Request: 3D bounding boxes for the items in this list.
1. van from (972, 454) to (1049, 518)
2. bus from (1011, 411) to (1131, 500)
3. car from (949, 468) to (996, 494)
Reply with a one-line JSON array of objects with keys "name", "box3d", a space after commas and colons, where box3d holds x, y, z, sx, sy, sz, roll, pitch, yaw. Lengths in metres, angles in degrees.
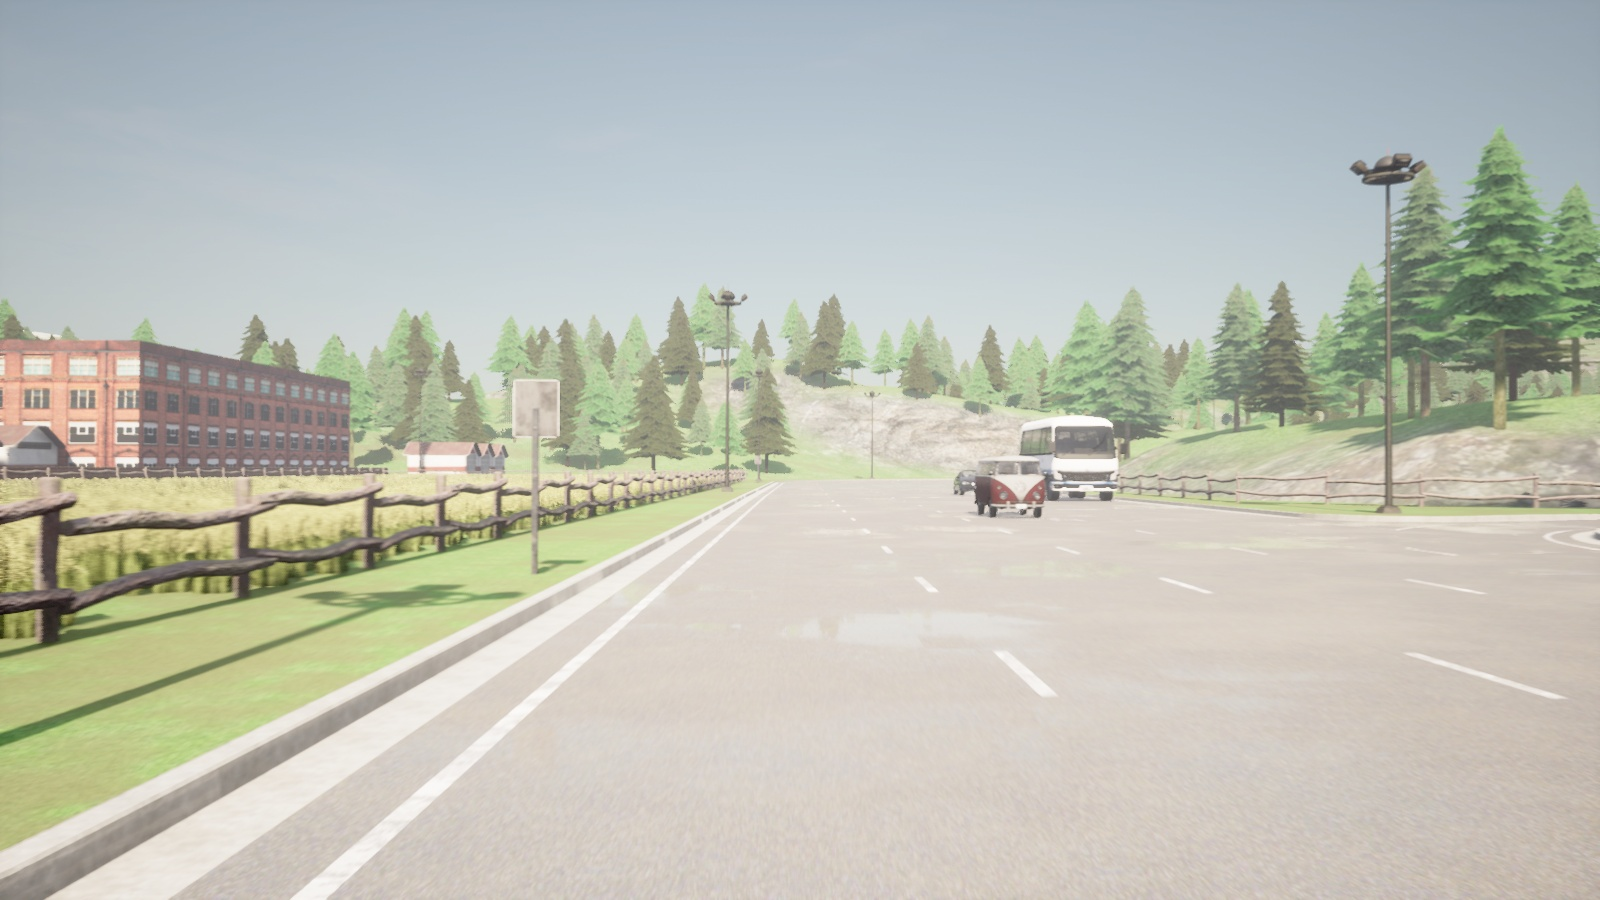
[{"name": "van", "box3d": [6.899, 1.159, 41.600, 1.775, 1.987, 4.442, 0, -1, 0]}, {"name": "bus", "box3d": [13.839, 0.356, 65.258, 3.944, 4.253, 10.273, 0, -1, 0]}, {"name": "car", "box3d": [10.355, 1.858, 75.657, 2.128, 1.511, 4.902, 0, -1, 0]}]
